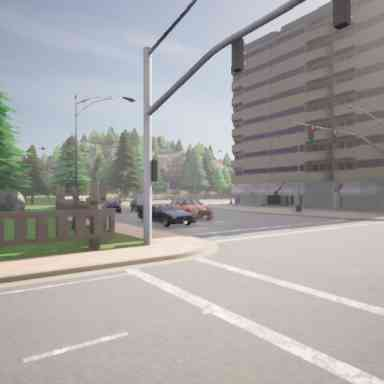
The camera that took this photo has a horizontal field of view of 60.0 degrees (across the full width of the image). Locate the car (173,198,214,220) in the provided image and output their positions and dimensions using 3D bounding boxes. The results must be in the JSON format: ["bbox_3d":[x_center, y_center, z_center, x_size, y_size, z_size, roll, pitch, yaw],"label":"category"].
[{"bbox_3d":[-0.230,1.283,26.563,2.097,1.767,4.553,0,0,-32],"label":"car"}]

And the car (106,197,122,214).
[{"bbox_3d":[-8.469,1.533,34.274,1.895,1.301,4.718,0,0,-21],"label":"car"}]

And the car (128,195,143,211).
[{"bbox_3d":[-5.474,1.407,36.327,1.882,1.535,5.008,0,0,-20],"label":"car"}]

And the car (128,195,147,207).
[{"bbox_3d":[-8.108,1.277,49.715,2.097,1.767,4.553,0,0,0],"label":"car"}]

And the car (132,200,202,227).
[{"bbox_3d":[-1.875,1.481,22.558,2.033,1.411,5.357,0,0,-34],"label":"car"}]

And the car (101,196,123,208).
[{"bbox_3d":[-11.545,1.417,48.294,2.128,1.511,4.902,0,0,-2],"label":"car"}]
